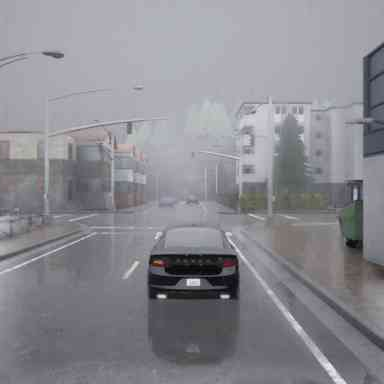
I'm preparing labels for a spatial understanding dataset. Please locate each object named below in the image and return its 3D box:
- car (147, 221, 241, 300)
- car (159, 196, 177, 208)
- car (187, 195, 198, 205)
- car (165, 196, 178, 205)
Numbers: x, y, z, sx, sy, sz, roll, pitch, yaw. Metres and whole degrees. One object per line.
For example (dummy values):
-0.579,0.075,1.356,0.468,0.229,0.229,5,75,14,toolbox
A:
0.049,1.478,8.475,1.882,1.535,5.008,0,0,1,car
-3.599,1.477,47.443,1.882,1.535,5.008,0,0,0,car
0.096,1.352,60.280,2.097,1.767,4.553,0,0,0,car
-3.576,1.488,58.754,2.128,1.511,4.902,0,0,0,car
